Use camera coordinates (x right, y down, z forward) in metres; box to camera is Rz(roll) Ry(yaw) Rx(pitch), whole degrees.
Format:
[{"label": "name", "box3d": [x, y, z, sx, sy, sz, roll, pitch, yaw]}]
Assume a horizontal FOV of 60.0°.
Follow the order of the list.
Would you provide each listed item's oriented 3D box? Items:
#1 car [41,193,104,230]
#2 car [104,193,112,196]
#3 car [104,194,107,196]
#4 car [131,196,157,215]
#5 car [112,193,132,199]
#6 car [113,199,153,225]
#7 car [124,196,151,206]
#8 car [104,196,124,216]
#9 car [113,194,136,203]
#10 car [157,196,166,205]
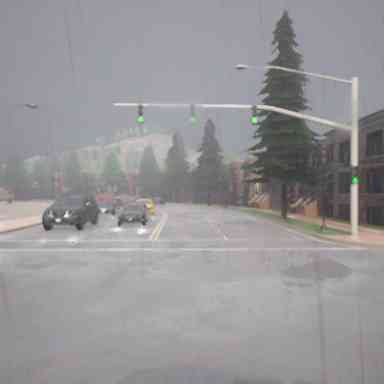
[{"label": "car", "box3d": [-7.413, 1.184, 20.925, 2.150, 2.045, 5.566, 0, 0, -2]}, {"label": "car", "box3d": [-15.997, 1.126, 62.809, 5.566, 2.045, 2.150, 0, 0, 41]}, {"label": "car", "box3d": [-15.101, 1.438, 51.066, 1.812, 1.442, 4.674, 0, 0, -34]}, {"label": "car", "box3d": [-4.715, 1.429, 32.895, 1.882, 1.535, 5.008, 0, 0, -7]}, {"label": "car", "box3d": [-9.791, 1.274, 49.026, 2.097, 1.767, 4.553, 0, 0, -29]}, {"label": "car", "box3d": [-4.040, 1.469, 23.529, 1.837, 1.490, 4.892, 0, 0, -3]}, {"label": "car", "box3d": [-9.039, 1.464, 54.836, 2.033, 1.411, 5.357, 0, 0, -36]}, {"label": "car", "box3d": [-8.083, 1.439, 31.711, 2.128, 1.511, 4.902, 0, 0, -7]}, {"label": "car", "box3d": [-13.217, 1.259, 65.013, 4.553, 1.767, 2.097, 0, 0, 41]}, {"label": "car", "box3d": [-6.447, 1.464, 57.245, 2.033, 1.411, 5.357, 0, 0, -36]}]
